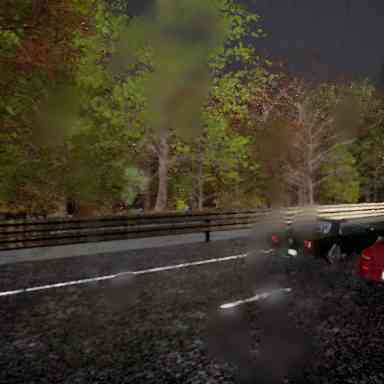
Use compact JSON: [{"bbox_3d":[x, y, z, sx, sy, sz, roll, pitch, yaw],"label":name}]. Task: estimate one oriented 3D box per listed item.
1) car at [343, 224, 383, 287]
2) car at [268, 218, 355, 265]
[{"bbox_3d":[5.793,1.503,7.933,4.674,1.442,1.812,0,0,-36],"label":"car"},{"bbox_3d":[4.918,1.576,11.633,4.718,1.301,1.895,0,0,-36],"label":"car"}]
